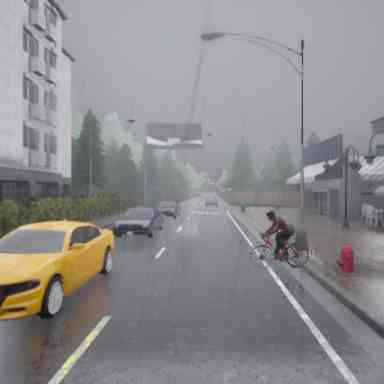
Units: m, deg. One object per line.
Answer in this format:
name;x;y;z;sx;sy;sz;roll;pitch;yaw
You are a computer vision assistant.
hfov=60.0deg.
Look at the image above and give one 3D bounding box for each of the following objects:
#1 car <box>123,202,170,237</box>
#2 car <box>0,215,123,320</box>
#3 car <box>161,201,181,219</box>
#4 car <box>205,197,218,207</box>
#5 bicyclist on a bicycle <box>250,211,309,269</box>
car;-2.657;1.477;17.736;2.033;1.411;5.357;0;0;3
car;-3.251;1.445;7.570;1.882;1.535;5.008;0;0;3
car;-2.005;1.436;28.293;2.033;1.411;5.357;0;0;3
car;2.914;1.427;50.023;2.033;1.411;5.357;0;2;3
bicyclist on a bicycle;2.428;1.354;9.373;1.656;1.620;0.582;-3;0;3
